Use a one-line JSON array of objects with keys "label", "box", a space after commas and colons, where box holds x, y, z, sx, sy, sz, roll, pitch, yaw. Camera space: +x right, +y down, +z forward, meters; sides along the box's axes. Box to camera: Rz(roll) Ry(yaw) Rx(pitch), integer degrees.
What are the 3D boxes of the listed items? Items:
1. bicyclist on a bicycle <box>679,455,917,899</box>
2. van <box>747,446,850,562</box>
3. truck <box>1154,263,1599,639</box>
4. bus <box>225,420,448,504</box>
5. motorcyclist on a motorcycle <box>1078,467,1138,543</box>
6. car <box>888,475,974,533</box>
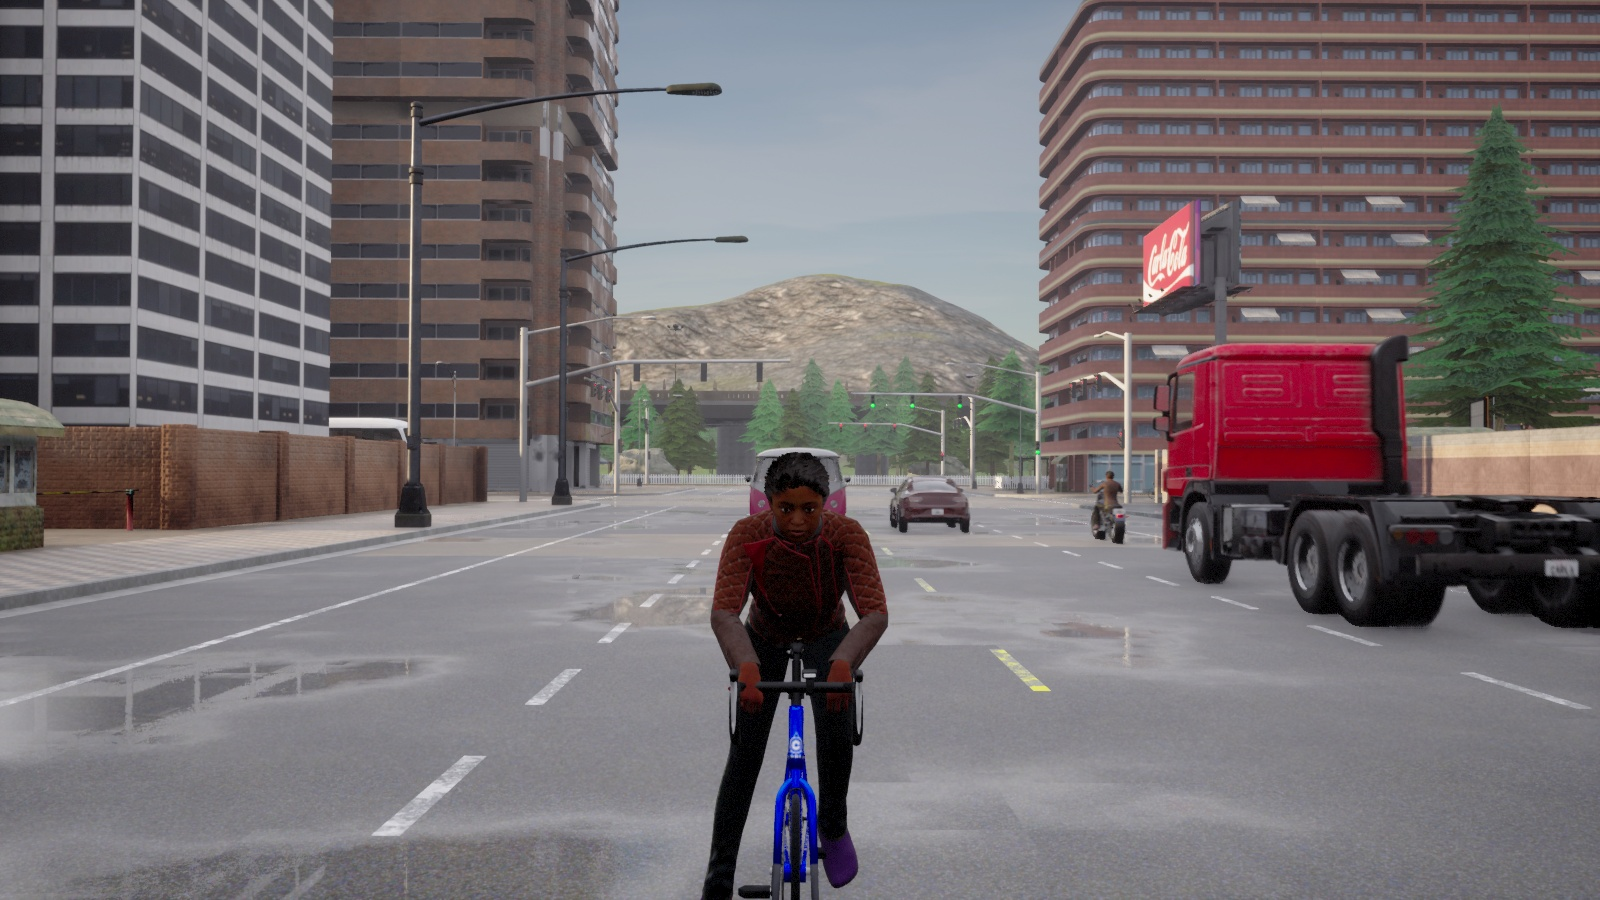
[{"label": "bicyclist on a bicycle", "box": [-0.005, 0.833, 3.919, 0.582, 1.620, 1.656, 0, -1, 0]}, {"label": "van", "box": [-0.033, 0.967, 23.840, 1.775, 1.987, 4.442, 0, -1, 0]}, {"label": "truck", "box": [6.975, 0.065, 15.553, 2.891, 3.462, 7.936, 0, -1, 0]}, {"label": "bus", "box": [-24.146, 0.639, 65.914, 10.273, 4.253, 3.944, 0, -1, 0]}, {"label": "motorcyclist on a motorcycle", "box": [6.961, 1.214, 28.464, 0.766, 1.649, 2.350, 0, -1, 0]}, {"label": "car", "box": [3.454, 1.393, 33.813, 1.812, 1.442, 4.674, 0, -1, 0]}]
